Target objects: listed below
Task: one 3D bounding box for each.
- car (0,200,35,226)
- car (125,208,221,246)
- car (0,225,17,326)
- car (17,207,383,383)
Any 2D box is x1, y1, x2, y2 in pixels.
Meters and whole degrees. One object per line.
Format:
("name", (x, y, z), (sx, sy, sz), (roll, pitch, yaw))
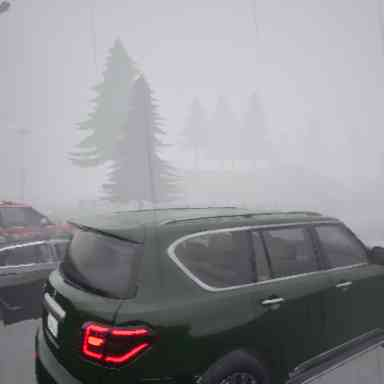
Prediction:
("car", (-5.025, 1.224, 8.760), (5.566, 2.045, 2.150), (0, 0, -36))
("car", (-0.853, 1.579, 16.039), (4.181, 1.385, 1.994), (0, 0, -36))
("car", (-2.503, 1.494, 6.261), (4.902, 1.511, 2.128), (0, 0, -36))
("car", (0.976, 1.229, 4.444), (5.566, 2.045, 2.150), (0, 0, -36))
